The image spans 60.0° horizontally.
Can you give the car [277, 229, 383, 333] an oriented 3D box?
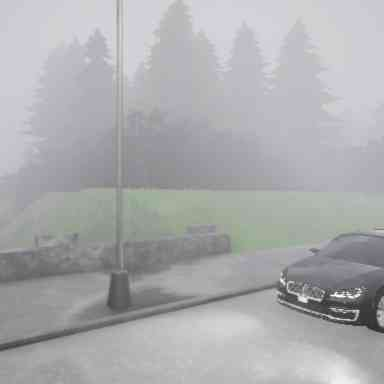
[{"bbox_3d":[3.901,1.611,7.088,4.892,1.490,1.837,1,-1,-34],"label":"car"}]
